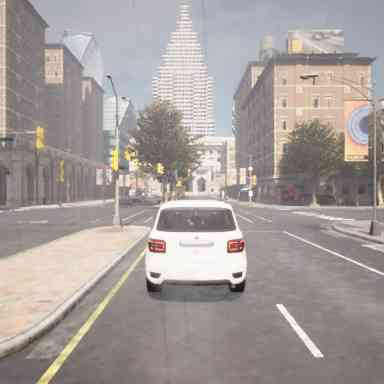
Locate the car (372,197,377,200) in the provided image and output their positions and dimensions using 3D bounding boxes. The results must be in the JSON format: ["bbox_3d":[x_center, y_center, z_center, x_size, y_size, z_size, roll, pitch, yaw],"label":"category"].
[{"bbox_3d":[37.736,1.481,71.443,2.231,1.521,4.892,0,0,0],"label":"car"}]

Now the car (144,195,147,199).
[{"bbox_3d":[-11.731,1.500,78.748,1.837,1.490,4.892,0,0,0],"label":"car"}]

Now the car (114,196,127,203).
[{"bbox_3d":[-14.955,1.594,69.890,1.895,1.301,4.718,0,0,0],"label":"car"}]

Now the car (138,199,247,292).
[{"bbox_3d":[0.077,1.221,9.049,2.150,2.045,5.566,0,0,0],"label":"car"}]

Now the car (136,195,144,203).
[{"bbox_3d":[-11.701,1.600,68.567,1.895,1.301,4.718,0,0,0],"label":"car"}]

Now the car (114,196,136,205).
[{"bbox_3d":[-11.726,1.505,58.512,1.837,1.490,4.892,0,0,0],"label":"car"}]
